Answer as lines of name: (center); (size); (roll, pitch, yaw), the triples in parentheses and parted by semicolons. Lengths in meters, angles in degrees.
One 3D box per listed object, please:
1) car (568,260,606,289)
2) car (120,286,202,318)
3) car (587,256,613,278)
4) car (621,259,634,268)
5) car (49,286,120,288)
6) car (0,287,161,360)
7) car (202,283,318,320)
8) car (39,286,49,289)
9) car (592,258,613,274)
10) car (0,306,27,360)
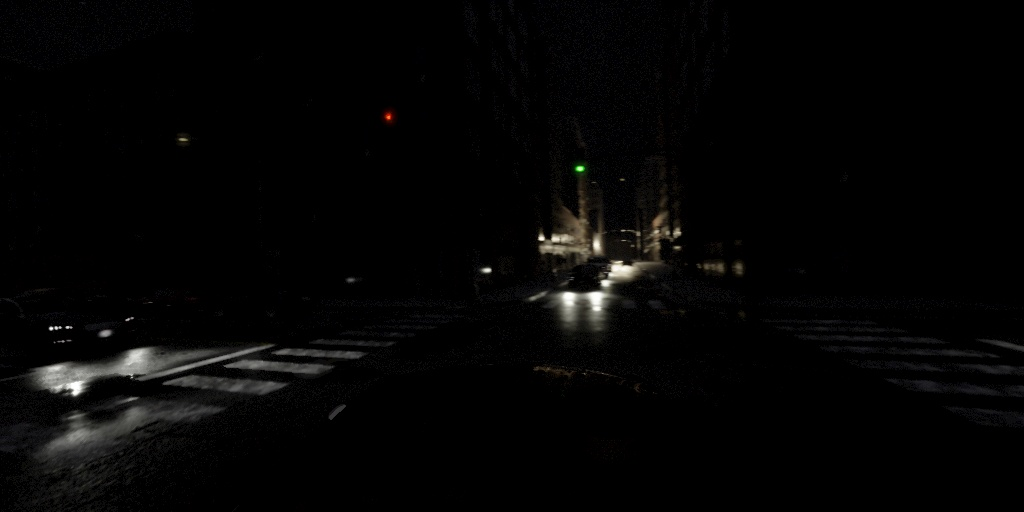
car: (4.873, 1.273, 23.608); (1.882, 1.535, 5.008); (-2, -1, 17)
car: (-15.241, 2.014, 16.375); (4.207, 1.307, 1.802); (0, 0, 17)
car: (8.025, 1.004, 33.762); (2.150, 2.045, 5.566); (-2, -1, 17)
car: (19.325, 1.154, 60.170); (1.812, 1.442, 4.674); (-2, -1, 17)
car: (-20.403, 2.199, 17.990); (4.313, 1.339, 1.948); (0, 0, 17)
car: (-12.620, 1.785, 9.792); (4.902, 1.511, 2.128); (-2, 0, 17)
car: (-10.078, 1.795, 14.760); (4.313, 1.339, 1.948); (0, 0, 17)
car: (-25.727, 2.360, 19.656); (4.829, 1.417, 1.751); (0, 0, 17)
car: (10.981, 1.119, 43.193); (2.097, 1.767, 4.553); (-2, -1, 17)
car: (-12.319, 1.798, 7.052); (4.829, 1.417, 1.751); (0, 0, 17)
